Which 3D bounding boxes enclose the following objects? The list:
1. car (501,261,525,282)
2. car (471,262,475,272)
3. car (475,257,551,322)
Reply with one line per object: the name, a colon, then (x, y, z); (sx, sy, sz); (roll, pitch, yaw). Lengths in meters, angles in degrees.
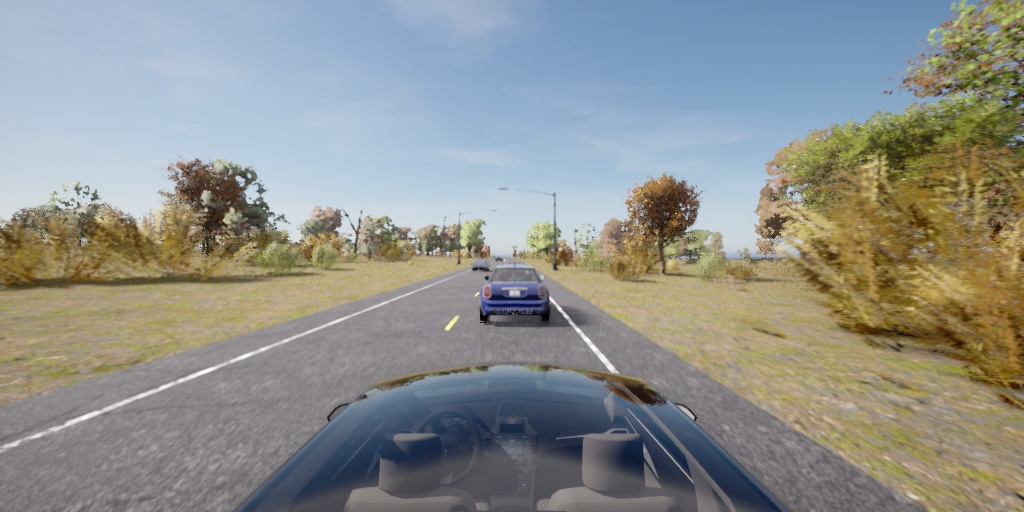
car: (0.096, 1.155, 28.793); (1.812, 1.442, 4.674); (0, 0, 0)
car: (-3.581, 1.125, 41.707); (2.033, 1.411, 5.357); (0, 0, 0)
car: (0.085, 1.055, 12.267); (2.097, 1.767, 4.553); (0, 0, 0)
